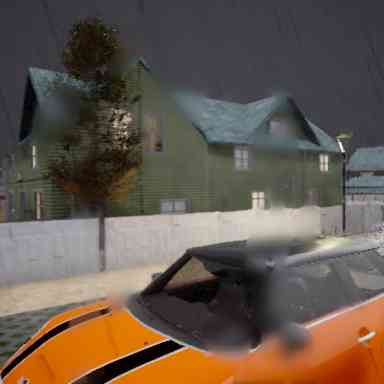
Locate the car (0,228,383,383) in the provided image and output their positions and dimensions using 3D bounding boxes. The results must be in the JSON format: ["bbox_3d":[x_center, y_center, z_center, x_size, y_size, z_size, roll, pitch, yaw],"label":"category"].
[{"bbox_3d":[0.523,1.347,3.434,4.553,1.767,2.097,0,0,-35],"label":"car"}]
